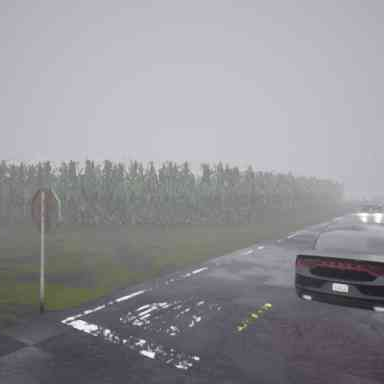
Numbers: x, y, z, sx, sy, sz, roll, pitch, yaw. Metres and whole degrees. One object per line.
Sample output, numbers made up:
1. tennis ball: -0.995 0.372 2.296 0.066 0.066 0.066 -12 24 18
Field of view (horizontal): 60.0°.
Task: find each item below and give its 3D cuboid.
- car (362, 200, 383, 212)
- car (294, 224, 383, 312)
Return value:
1. car: 21.002 1.621 38.589 1.895 1.301 4.718 0 0 33
2. car: 3.892 1.480 7.736 1.882 1.535 5.008 0 0 33
